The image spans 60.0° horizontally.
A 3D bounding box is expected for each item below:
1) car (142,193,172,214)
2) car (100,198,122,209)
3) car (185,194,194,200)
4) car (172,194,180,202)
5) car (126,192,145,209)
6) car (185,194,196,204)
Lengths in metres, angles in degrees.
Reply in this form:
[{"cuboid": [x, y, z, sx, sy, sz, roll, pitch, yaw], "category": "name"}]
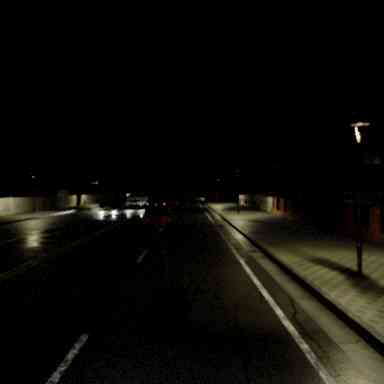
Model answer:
[{"cuboid": [-3.372, 1.195, 32.959, 2.097, 1.767, 4.553, 0, 0, 0], "category": "car"}, {"cuboid": [-10.115, 1.428, 41.762, 1.895, 1.301, 4.718, 0, 0, 0], "category": "car"}, {"cuboid": [-0.551, 1.187, 80.360, 2.033, 1.411, 5.357, 0, 0, 0], "category": "car"}, {"cuboid": [-3.617, 1.226, 68.260, 1.812, 1.442, 4.674, 0, 0, 0], "category": "car"}, {"cuboid": [-6.865, 1.038, 42.211, 2.150, 2.045, 5.566, 0, 0, 0], "category": "car"}, {"cuboid": [-0.294, 1.293, 57.847, 1.994, 1.385, 4.181, 0, 0, 0], "category": "car"}]
